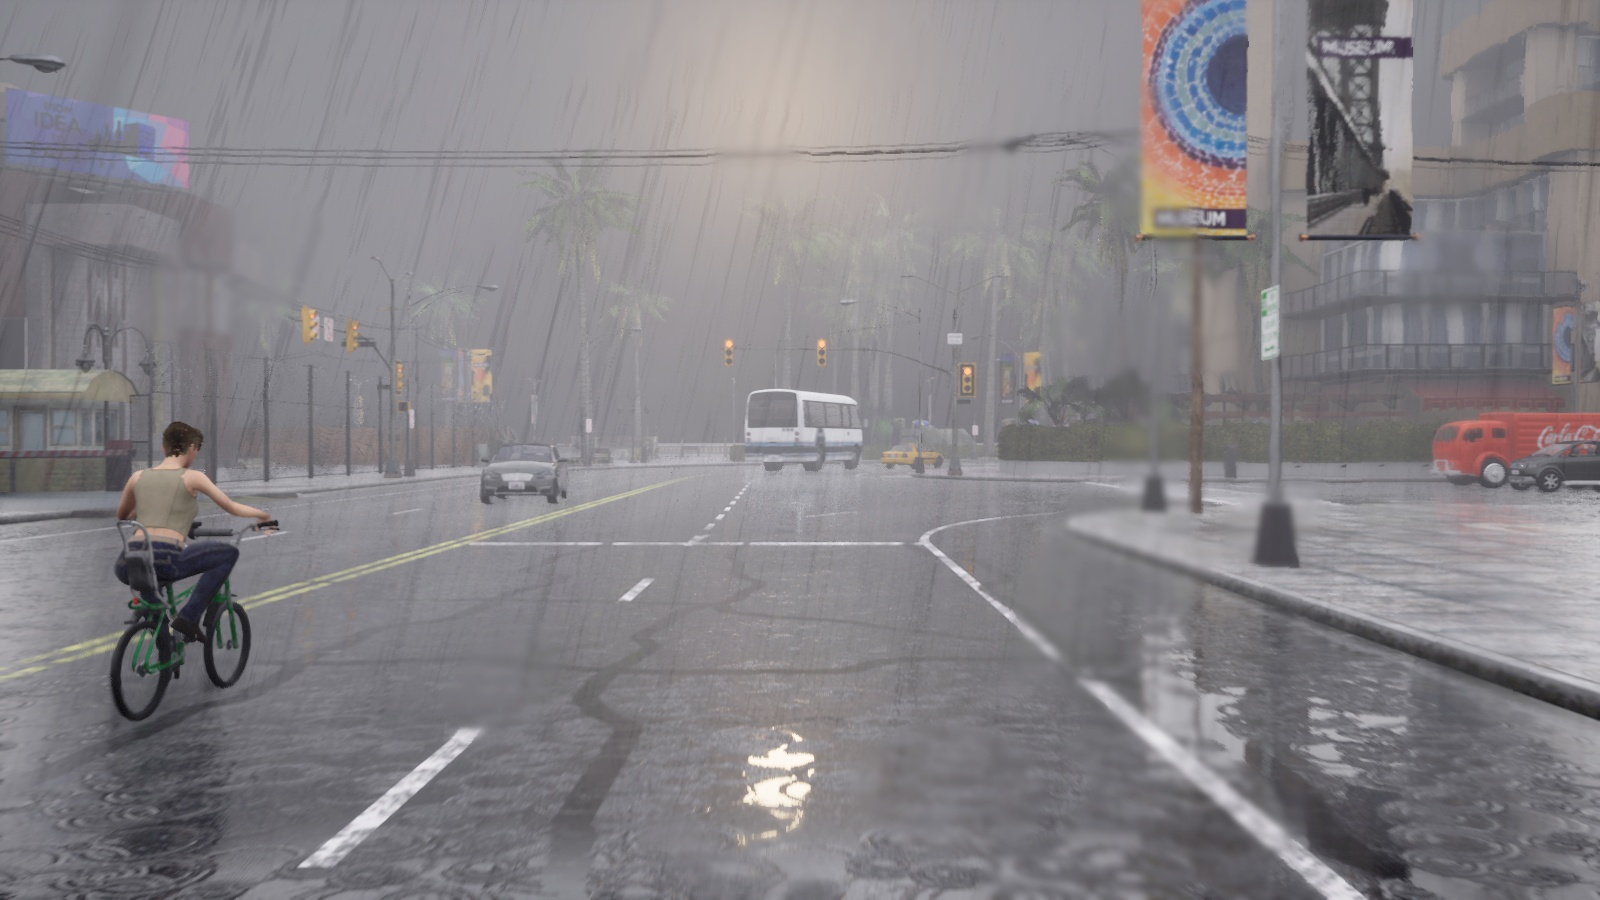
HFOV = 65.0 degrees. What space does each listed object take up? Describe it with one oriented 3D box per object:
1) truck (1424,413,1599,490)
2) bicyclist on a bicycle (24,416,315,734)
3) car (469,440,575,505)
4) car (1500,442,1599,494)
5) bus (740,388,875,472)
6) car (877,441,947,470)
[{"bbox_3d":[23.926,0.041,41.604,5.204,2.467,2.627,0,0,0],"label":"truck"},{"bbox_3d":[-3.504,0.641,7.153,0.866,1.612,1.509,0,0,2],"label":"bicyclist on a bicycle"},{"bbox_3d":[-6.943,0.518,31.826,2.128,1.511,4.902,0,0,-6],"label":"car"},{"bbox_3d":[23.584,0.529,38.114,3.705,1.549,1.789,0,0,0],"label":"car"},{"bbox_3d":[0.637,-1.018,68.950,3.944,4.253,10.273,0,0,22],"label":"bus"},{"bbox_3d":[6.493,0.284,72.204,1.801,1.575,5.366,0,0,32],"label":"car"}]
